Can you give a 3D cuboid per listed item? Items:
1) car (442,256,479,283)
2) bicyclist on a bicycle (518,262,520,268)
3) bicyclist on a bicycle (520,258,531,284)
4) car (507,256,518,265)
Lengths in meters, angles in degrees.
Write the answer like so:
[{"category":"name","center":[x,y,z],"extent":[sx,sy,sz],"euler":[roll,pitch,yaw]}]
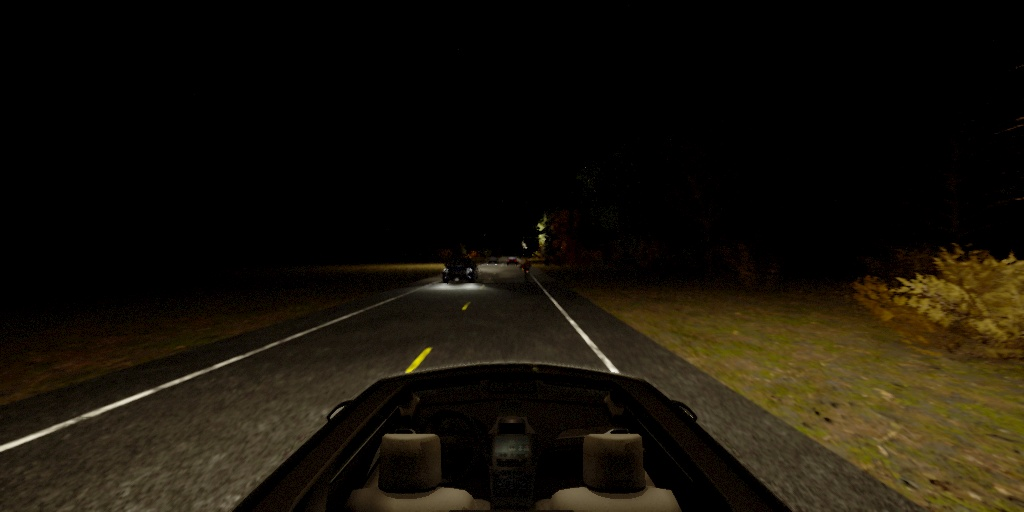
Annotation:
[{"category":"car","center":[-3.572,0.921,25.479],"extent":[2.097,1.767,4.553],"euler":[0,0,0]},{"category":"bicyclist on a bicycle","center":[0.982,0.949,32.996],"extent":[0.866,1.612,1.509],"euler":[0,0,0]},{"category":"bicyclist on a bicycle","center":[0.976,1.038,23.407],"extent":[0.582,1.620,1.656],"euler":[0,0,0]},{"category":"car","center":[0.071,0.827,63.703],"extent":[2.033,1.411,5.357],"euler":[0,0,1]}]
